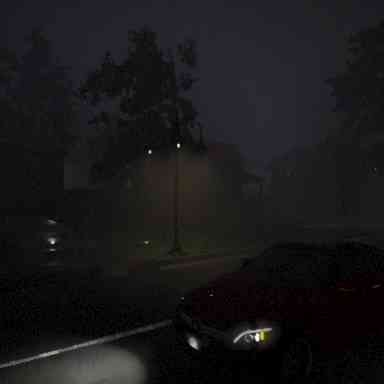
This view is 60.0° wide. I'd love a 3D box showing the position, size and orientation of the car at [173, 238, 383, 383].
[{"bbox_3d":[1.919,1.526,5.322,4.674,1.442,1.812,0,0,-35],"label":"car"}]
